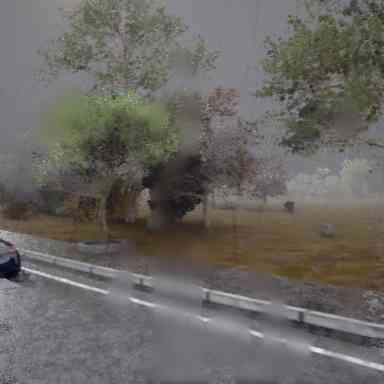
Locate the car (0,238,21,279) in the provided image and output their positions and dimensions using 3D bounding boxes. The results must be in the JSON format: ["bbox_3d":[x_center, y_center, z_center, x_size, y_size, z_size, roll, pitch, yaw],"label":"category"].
[{"bbox_3d":[-6.418,1.585,9.002,4.181,1.385,1.994,0,0,38],"label":"car"}]
